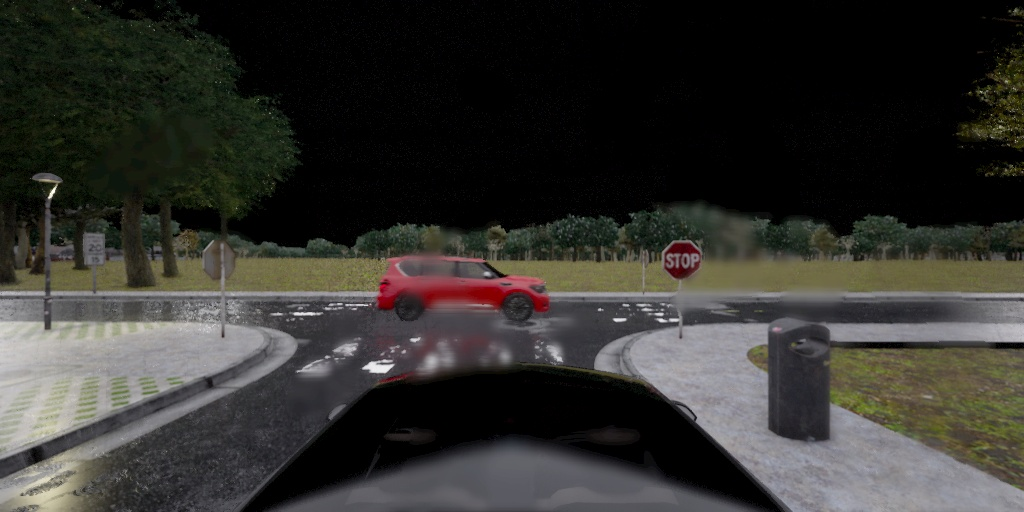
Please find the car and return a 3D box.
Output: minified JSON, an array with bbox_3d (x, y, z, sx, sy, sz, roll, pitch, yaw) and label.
[{"bbox_3d":[-1.558,1.044,11.880,5.566,2.045,2.150,0,0,0],"label":"car"}]
